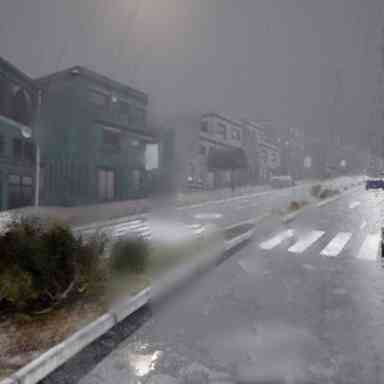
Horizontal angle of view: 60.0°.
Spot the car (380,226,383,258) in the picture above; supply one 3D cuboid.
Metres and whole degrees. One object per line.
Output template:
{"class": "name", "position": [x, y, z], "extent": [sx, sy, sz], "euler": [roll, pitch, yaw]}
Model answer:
{"class": "car", "position": [5.751, 1.401, 8.102], "extent": [1.895, 1.301, 4.718], "euler": [0, 4, 26]}

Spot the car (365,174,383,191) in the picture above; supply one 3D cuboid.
{"class": "car", "position": [21.914, -1.035, 39.605], "extent": [1.882, 1.535, 5.008], "euler": [0, 4, 33]}
